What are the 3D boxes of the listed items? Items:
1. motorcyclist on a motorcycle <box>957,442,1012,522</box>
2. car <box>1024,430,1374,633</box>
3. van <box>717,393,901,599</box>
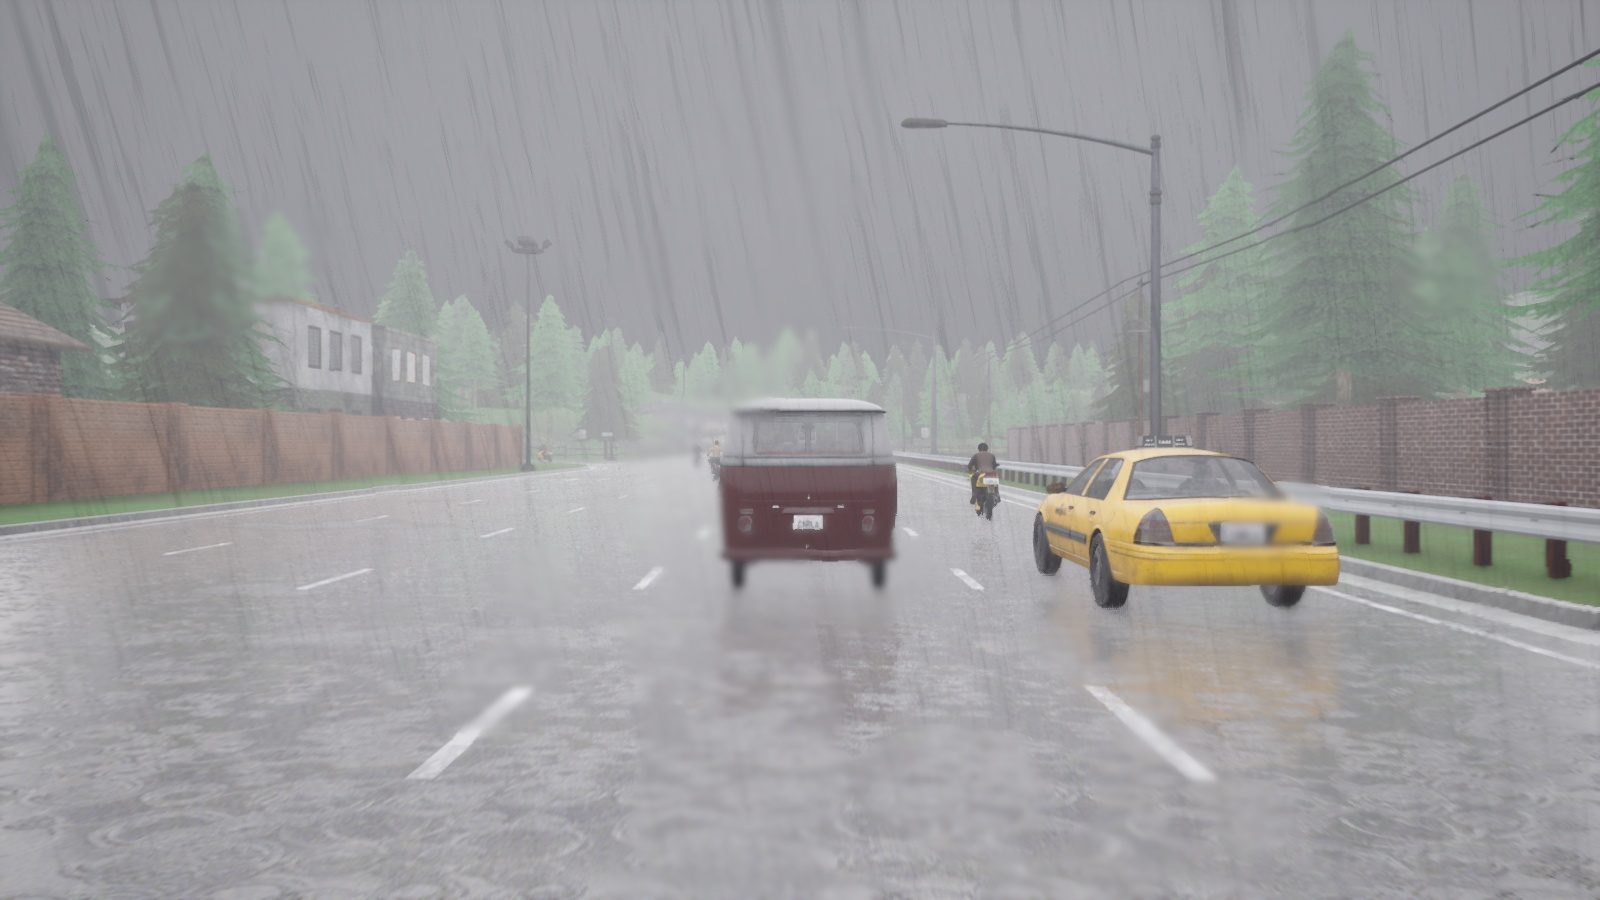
[{"bbox_3d":[3.658,0.612,25.021,0.797,1.523,2.044,0,0,0],"label":"motorcyclist on a motorcycle"},{"bbox_3d":[3.586,0.628,12.476,1.801,1.575,5.366,0,0,0],"label":"car"},{"bbox_3d":[0.097,0.431,14.338,1.775,1.987,4.442,0,0,0],"label":"van"}]
